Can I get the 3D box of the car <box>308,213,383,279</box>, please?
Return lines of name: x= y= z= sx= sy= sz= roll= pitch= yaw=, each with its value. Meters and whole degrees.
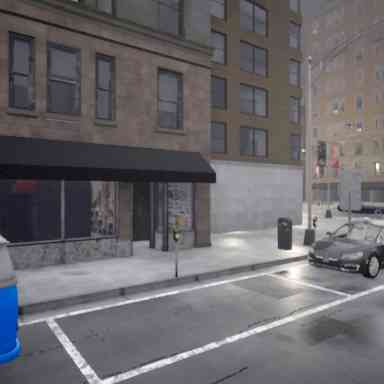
car: x=5.274 y=1.550 z=9.965 sx=4.403 sy=1.369 sz=2.008 roll=0 pitch=0 yaw=-36

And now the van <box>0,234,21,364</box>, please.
van: x=-3.937 y=1.341 z=3.379 sx=3.998 sy=1.788 sz=1.690 roll=0 pitch=0 yaw=-36

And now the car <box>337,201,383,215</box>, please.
car: x=16.219 y=1.527 z=31.039 sx=1.895 sy=1.301 sz=4.718 roll=0 pitch=0 yaw=-36
